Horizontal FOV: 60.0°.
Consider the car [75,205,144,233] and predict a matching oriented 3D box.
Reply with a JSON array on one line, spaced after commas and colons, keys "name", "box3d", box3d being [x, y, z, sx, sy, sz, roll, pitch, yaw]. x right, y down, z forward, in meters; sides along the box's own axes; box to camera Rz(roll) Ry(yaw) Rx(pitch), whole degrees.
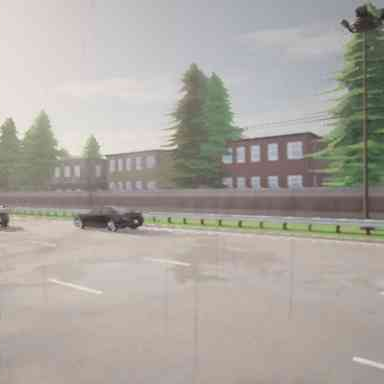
[{"name": "car", "box3d": [-5.233, 1.579, 20.690, 5.008, 1.535, 1.882, -1, 0, 36]}]

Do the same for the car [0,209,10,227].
[{"name": "car", "box3d": [-14.372, 1.703, 22.945, 4.674, 1.442, 1.812, -1, 0, 36]}]
